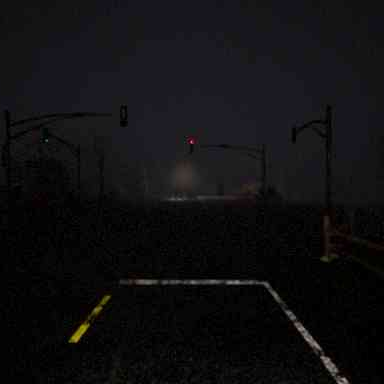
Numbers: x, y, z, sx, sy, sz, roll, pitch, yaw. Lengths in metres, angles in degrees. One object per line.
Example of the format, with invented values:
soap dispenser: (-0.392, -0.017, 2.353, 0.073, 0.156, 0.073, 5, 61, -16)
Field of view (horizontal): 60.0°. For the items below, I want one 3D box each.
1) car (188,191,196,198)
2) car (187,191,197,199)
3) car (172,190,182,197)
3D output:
car: (0.004, 0.565, 82.524, 1.837, 1.490, 4.892, 0, 0, 0)
car: (0.004, 0.663, 72.489, 2.097, 1.767, 4.553, 0, 0, 0)
car: (-3.496, 0.395, 76.692, 1.837, 1.490, 4.892, 0, 0, 0)
